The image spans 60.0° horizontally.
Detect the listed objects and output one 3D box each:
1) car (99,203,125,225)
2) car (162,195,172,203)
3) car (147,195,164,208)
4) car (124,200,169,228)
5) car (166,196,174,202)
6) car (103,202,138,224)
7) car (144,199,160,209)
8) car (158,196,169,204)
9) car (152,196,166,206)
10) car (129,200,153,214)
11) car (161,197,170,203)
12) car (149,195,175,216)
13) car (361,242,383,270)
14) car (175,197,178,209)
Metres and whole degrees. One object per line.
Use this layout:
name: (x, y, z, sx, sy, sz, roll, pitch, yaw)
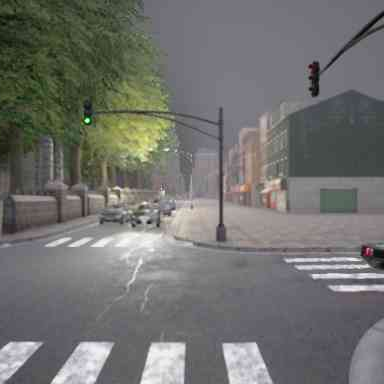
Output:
car: (-5.525, 1.599, 24.404, 2.008, 1.369, 4.403, 1, 0, 0)
car: (-5.973, 1.613, 80.591, 2.192, 1.841, 5.009, 1, 0, 0)
car: (-5.740, 1.459, 53.340, 2.192, 1.841, 5.009, 1, 0, 0)
car: (-2.959, 1.536, 22.879, 2.128, 1.511, 4.902, 0, 0, 0)
car: (-6.069, 1.900, 91.320, 1.752, 1.417, 4.829, 1, 0, 0)
car: (-5.566, 1.578, 26.377, 1.752, 1.417, 4.829, 1, 0, 0)
car: (-5.699, 1.703, 47.889, 1.802, 1.307, 4.206, 1, 0, 0)
car: (-5.882, 1.669, 69.689, 1.967, 1.590, 4.097, 1, 0, 0)
car: (-5.789, 1.610, 58.789, 1.967, 1.590, 4.097, 1, 0, 0)
car: (-5.605, 1.648, 36.989, 1.947, 1.339, 4.313, 1, 0, 0)
car: (-5.929, 1.787, 74.969, 1.752, 1.417, 4.829, 1, 0, 0)
car: (-3.042, 1.422, 32.773, 2.097, 1.767, 4.553, 0, 0, 0)
car: (6.846, 1.526, 8.155, 4.718, 1.301, 1.895, 0, -2, -8)
car: (-3.122, 1.665, 42.649, 1.994, 1.385, 4.181, 0, 0, -1)
